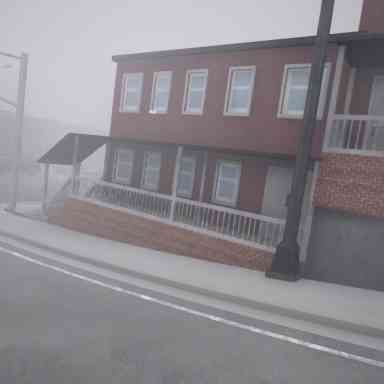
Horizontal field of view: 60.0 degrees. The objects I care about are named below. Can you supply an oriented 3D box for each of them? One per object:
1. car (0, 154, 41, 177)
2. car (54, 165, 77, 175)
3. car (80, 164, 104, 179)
[{"bbox_3d":[-18.028,-2.754,33.390,2.150,2.045,5.566,11,7,36],"label":"car"},{"bbox_3d":[-15.330,-3.033,43.131,1.837,1.490,4.892,11,6,35],"label":"car"},{"bbox_3d":[-11.511,-2.495,42.508,1.882,1.535,5.008,11,6,35],"label":"car"}]
